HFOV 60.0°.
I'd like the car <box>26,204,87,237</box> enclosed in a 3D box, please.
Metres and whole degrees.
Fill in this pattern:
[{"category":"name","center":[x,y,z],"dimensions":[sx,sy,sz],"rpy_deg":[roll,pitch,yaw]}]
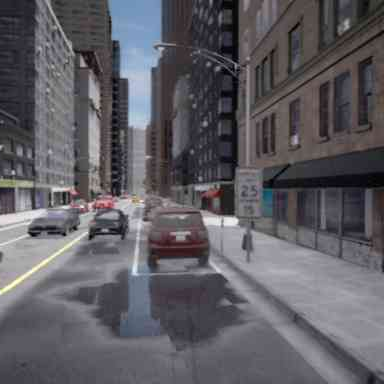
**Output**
[{"category":"car","center":[-7.755,1.679,19.229],"dimensions":[2.033,1.411,5.357],"rpy_deg":[0,0,-8]}]

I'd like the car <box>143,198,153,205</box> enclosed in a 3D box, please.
[{"category":"car","center":[-8.945,1.908,67.931],"dimensions":[1.887,1.381,4.507],"rpy_deg":[0,0,-8]}]

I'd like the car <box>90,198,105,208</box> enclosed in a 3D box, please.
[{"category":"car","center":[-15.699,1.804,55.332],"dimensions":[1.752,1.417,4.829],"rpy_deg":[0,0,-8]}]

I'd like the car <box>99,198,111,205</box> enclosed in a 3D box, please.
[{"category":"car","center":[-17.352,1.854,66.508],"dimensions":[1.752,1.417,4.829],"rpy_deg":[0,0,-8]}]

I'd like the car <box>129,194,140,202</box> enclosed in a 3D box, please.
[{"category":"car","center":[-13.913,1.771,82.059],"dimensions":[1.882,1.535,5.008],"rpy_deg":[0,0,-8]}]

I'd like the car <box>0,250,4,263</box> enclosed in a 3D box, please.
[{"category":"car","center":[-5.965,1.629,7.137],"dimensions":[2.033,1.411,5.357],"rpy_deg":[0,0,-8]}]

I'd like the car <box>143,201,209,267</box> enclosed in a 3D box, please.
[{"category":"car","center":[-0.680,1.437,12.045],"dimensions":[2.192,1.841,5.009],"rpy_deg":[0,0,-8]}]

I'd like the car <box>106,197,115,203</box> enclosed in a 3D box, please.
[{"category":"car","center":[-19.030,1.963,77.853],"dimensions":[1.802,1.307,4.206],"rpy_deg":[0,0,-8]}]

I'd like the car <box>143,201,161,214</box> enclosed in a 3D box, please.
[{"category":"car","center":[-4.811,1.792,39.987],"dimensions":[2.008,1.369,4.403],"rpy_deg":[0,0,-8]}]

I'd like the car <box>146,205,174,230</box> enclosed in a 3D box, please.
[{"category":"car","center":[-2.356,1.695,23.390],"dimensions":[1.752,1.417,4.829],"rpy_deg":[0,0,-8]}]

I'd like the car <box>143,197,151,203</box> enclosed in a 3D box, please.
[{"category":"car","center":[-11.424,2.008,84.696],"dimensions":[1.947,1.339,4.313],"rpy_deg":[0,0,-8]}]

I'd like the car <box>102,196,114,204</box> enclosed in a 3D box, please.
[{"category":"car","center":[-18.204,1.795,72.265],"dimensions":[1.967,1.590,4.097],"rpy_deg":[0,0,-8]}]

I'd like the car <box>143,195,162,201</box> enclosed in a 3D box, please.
[{"category":"car","center":[-3.986,1.532,34.399],"dimensions":[2.192,1.841,5.009],"rpy_deg":[0,0,-8]}]

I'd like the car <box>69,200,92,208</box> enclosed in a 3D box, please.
[{"category":"car","center":[-13.245,1.647,38.736],"dimensions":[1.967,1.590,4.097],"rpy_deg":[0,0,-8]}]

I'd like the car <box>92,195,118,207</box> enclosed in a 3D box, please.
[{"category":"car","center":[-10.987,1.452,41.726],"dimensions":[2.150,2.045,5.566],"rpy_deg":[0,0,-8]}]

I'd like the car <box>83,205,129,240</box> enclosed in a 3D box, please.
[{"category":"car","center":[-4.443,1.665,18.024],"dimensions":[1.812,1.442,4.674],"rpy_deg":[0,0,-8]}]
